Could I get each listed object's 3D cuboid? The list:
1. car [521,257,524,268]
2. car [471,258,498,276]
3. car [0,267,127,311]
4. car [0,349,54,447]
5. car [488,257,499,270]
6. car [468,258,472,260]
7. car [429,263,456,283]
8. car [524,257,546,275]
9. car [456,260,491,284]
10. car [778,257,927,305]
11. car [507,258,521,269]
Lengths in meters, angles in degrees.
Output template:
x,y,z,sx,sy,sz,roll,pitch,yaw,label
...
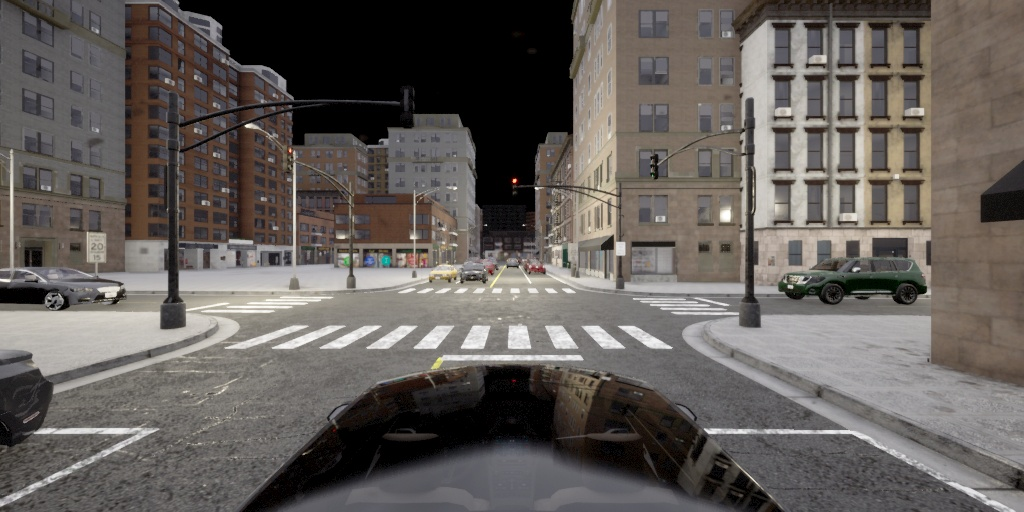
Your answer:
x,y,z,sx,sy,sz,roll,pitch,yaw,label
2.659,1.066,45.480,2.192,1.841,5.009,0,0,0,car
-2.834,1.229,37.546,1.882,1.535,5.008,0,0,0,car
-17.275,1.162,13.323,4.902,1.511,2.128,0,0,2,car
-5.388,1.300,1.653,2.007,1.370,4.403,0,0,0,car
-2.808,1.257,50.167,1.837,1.490,4.892,0,0,0,car
-5.366,1.302,45.485,2.007,1.370,4.403,0,0,0,car
-5.375,1.276,28.329,1.751,1.417,4.829,0,0,0,car
2.656,1.191,39.818,1.967,1.591,4.097,0,0,0,car
-2.815,1.255,27.230,1.837,1.490,4.892,0,0,-1,car
15.351,1.056,16.302,5.566,2.045,2.150,0,0,-2,car
0.121,1.317,58.549,1.994,1.385,4.181,0,0,1,car
